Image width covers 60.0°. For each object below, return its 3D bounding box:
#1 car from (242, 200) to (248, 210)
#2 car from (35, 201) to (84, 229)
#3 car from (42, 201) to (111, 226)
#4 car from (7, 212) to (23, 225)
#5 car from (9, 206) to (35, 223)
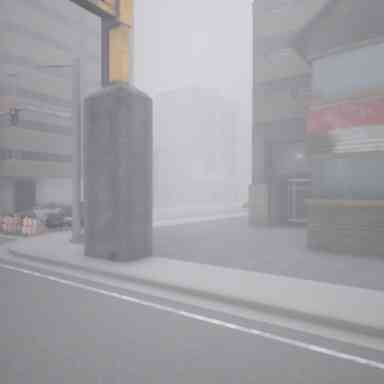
[{"bbox_3d":[8.150,1.434,42.717,2.038,1.542,4.974,0,0,35],"label":"car"},{"bbox_3d":[-7.094,1.434,20.919,2.038,1.542,4.974,0,0,15],"label":"car"},{"bbox_3d":[-7.080,1.276,20.969,1.853,1.218,4.536,0,0,15],"label":"car"},{"bbox_3d":[-10.290,1.429,23.600,4.974,1.542,2.038,0,0,-30],"label":"car"},{"bbox_3d":[-10.245,1.272,23.626,4.536,1.218,1.853,0,0,-30],"label":"car"}]
